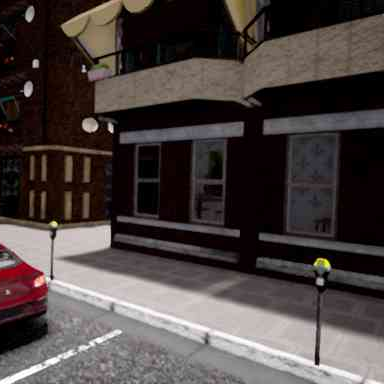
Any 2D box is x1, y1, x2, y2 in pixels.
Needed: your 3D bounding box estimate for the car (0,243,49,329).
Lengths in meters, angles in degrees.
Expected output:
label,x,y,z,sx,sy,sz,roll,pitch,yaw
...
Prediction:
label,x,y,z,sx,sy,sz,roll,pitch,yaw
car,-4.096,1.396,5.630,4.206,1.307,1.802,2,2,35
